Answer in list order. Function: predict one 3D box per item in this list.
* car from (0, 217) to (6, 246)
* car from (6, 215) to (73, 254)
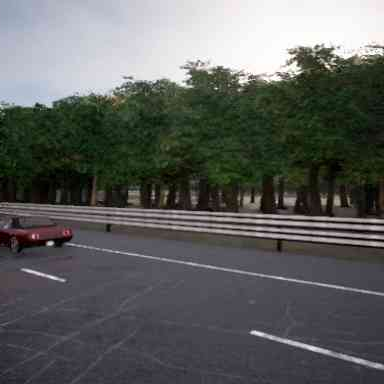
[{"bbox_3d":[-7.658,1.478,9.743,5.008,1.535,1.882,0,0,37],"label":"car"},{"bbox_3d":[-6.993,1.604,13.634,4.718,1.301,1.895,0,0,38],"label":"car"}]
